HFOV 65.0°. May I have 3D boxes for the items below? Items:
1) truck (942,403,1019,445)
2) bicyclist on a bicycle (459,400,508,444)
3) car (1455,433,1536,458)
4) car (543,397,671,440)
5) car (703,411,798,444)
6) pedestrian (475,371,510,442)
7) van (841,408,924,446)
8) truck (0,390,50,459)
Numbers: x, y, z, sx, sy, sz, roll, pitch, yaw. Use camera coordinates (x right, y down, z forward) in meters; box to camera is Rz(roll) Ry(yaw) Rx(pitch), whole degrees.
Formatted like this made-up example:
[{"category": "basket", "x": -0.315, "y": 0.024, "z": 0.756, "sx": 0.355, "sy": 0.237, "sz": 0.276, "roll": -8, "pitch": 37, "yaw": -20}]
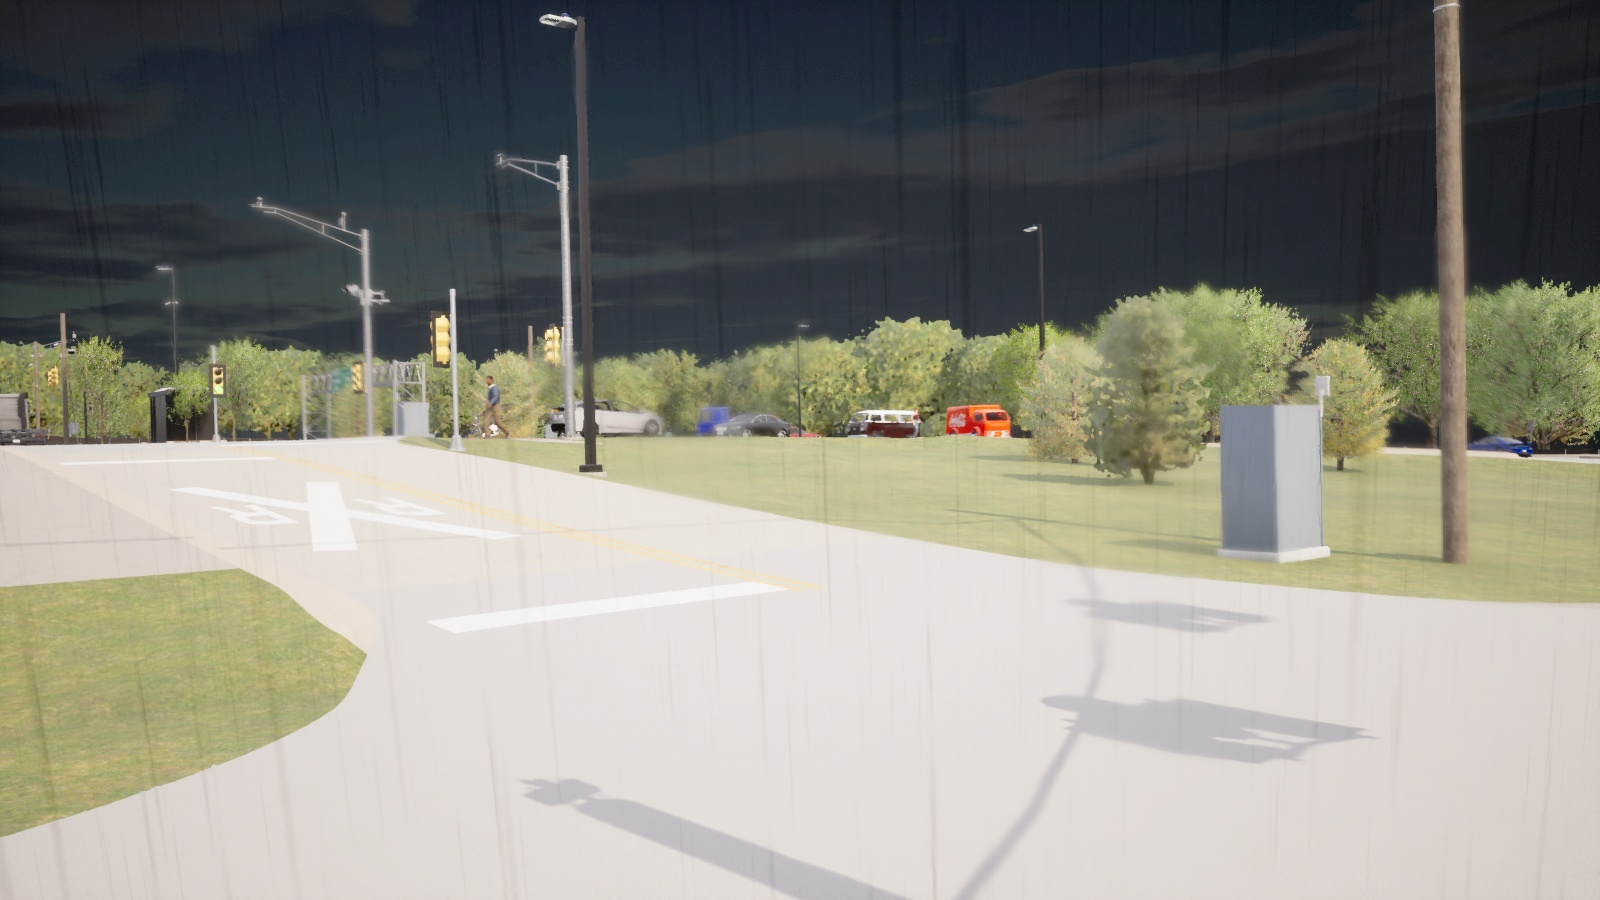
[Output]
[{"category": "truck", "x": 11.072, "y": -1.566, "z": 77.371, "sx": 2.627, "sy": 2.467, "sz": 5.204, "roll": -2, "pitch": 1, "yaw": -17}, {"category": "bicyclist on a bicycle", "x": -13.021, "y": -1.157, "z": 51.703, "sx": 1.843, "sy": 1.776, "sz": 0.659, "roll": -1, "pitch": 0, "yaw": -43}, {"category": "car", "x": 46.804, "y": -0.291, "z": 84.624, "sx": 1.882, "sy": 1.535, "sz": 5.008, "roll": 2, "pitch": 0, "yaw": -13}, {"category": "car", "x": -7.391, "y": -1.178, "z": 48.371, "sx": 2.007, "sy": 1.525, "sz": 4.514, "roll": -1, "pitch": 0, "yaw": 45}, {"category": "car", "x": -2.433, "y": -1.099, "z": 62.692, "sx": 2.128, "sy": 1.511, "sz": 4.902, "roll": -1, "pitch": -1, "yaw": 36}, {"category": "pedestrian", "x": -8.532, "y": -1.196, "z": 34.842, "sx": 0.788, "sy": 1.949, "sz": 0.423, "roll": -2, "pitch": 1, "yaw": -40}, {"category": "van", "x": 4.797, "y": -1.290, "z": 72.444, "sx": 4.480, "sy": 2.038, "sz": 2.069, "roll": 0, "pitch": -2, "yaw": -37}, {"category": "truck", "x": -42.453, "y": -1.262, "z": 66.997, "sx": 2.891, "sy": 3.462, "sz": 7.936, "roll": -2, "pitch": 1, "yaw": -39}]
